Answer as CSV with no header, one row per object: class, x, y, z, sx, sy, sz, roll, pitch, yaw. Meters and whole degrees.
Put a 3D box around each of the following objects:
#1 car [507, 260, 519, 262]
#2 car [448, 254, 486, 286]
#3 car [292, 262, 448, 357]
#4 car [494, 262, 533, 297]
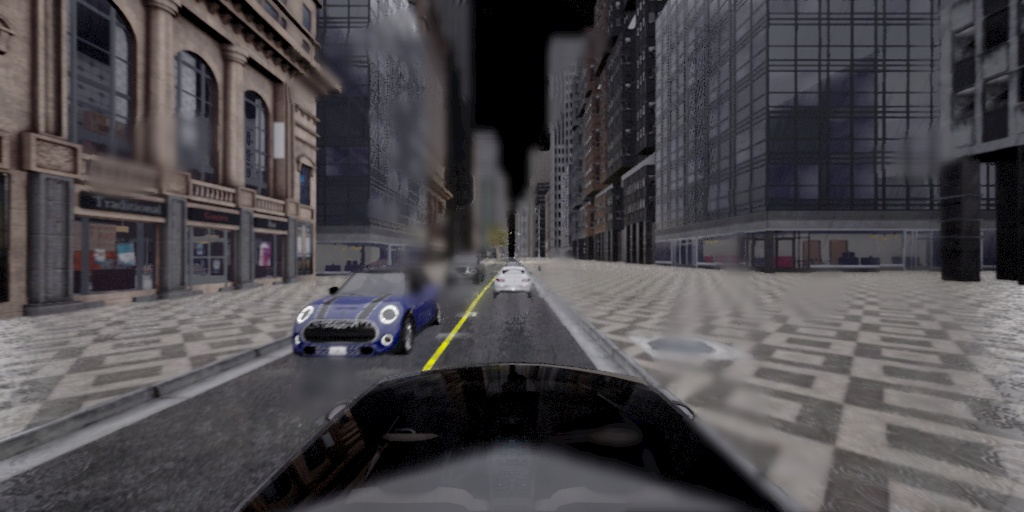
car,0.095,1.157,39.119,2.033,1.411,5.357,0,0,0
car,-3.026,0.891,24.376,2.150,2.045,5.566,0,0,1
car,-3.079,1.077,8.598,2.097,1.767,4.553,0,0,0
car,0.068,1.216,18.314,1.812,1.442,4.674,0,0,0
